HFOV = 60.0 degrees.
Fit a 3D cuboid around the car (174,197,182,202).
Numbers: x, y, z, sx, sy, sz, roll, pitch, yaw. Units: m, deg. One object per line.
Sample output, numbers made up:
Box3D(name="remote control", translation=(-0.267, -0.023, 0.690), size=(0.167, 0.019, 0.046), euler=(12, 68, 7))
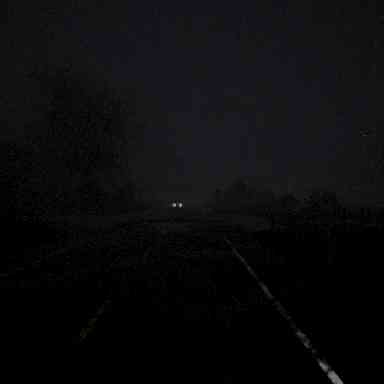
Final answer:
Box3D(name="car", translation=(-3.517, 1.859, 83.297), size=(1.812, 1.442, 4.674), euler=(0, 0, 0))
